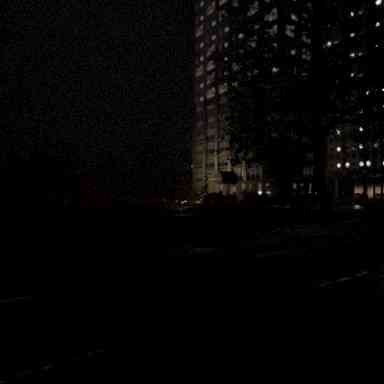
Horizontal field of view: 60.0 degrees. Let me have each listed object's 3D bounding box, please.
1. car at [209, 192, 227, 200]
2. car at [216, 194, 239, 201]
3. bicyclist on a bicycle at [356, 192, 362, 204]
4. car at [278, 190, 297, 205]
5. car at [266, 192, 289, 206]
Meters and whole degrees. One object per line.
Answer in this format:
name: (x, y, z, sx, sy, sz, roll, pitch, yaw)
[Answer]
car: (4.224, 0.879, 63.485, 2.097, 1.767, 4.553, 0, 0, -34)
car: (6.889, 1.140, 65.345, 1.895, 1.301, 4.718, 0, 0, -34)
bicyclist on a bicycle: (23.919, 0.897, 47.592, 1.656, 1.620, 0.582, 0, 0, -34)
car: (13.554, 0.773, 43.556, 2.150, 2.045, 5.566, 0, 0, -34)
car: (9.898, 1.101, 43.172, 1.994, 1.385, 4.181, 0, 0, -34)
